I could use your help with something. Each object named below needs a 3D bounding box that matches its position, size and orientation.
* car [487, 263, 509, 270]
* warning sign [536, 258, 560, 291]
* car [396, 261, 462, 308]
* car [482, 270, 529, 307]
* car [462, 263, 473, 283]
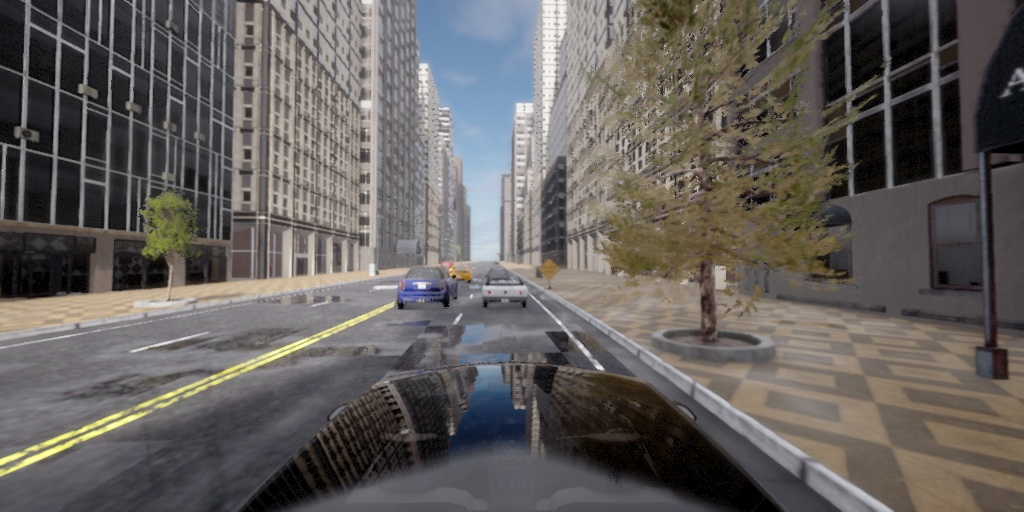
[{"bbox_3d":[-1.218,1.608,31.499,1.994,1.385,4.181,0,-1,-3],"label":"car"},{"bbox_3d":[2.213,1.055,21.000,1.300,1.860,1.060,0,0,-3],"label":"warning sign"},{"bbox_3d":[-3.622,1.238,16.108,2.097,1.767,4.553,0,-1,-3],"label":"car"},{"bbox_3d":[-0.379,1.493,16.310,1.895,1.301,4.718,0,-1,-3],"label":"car"},{"bbox_3d":[-4.470,1.519,31.464,1.882,1.535,5.008,0,0,-3],"label":"car"}]
